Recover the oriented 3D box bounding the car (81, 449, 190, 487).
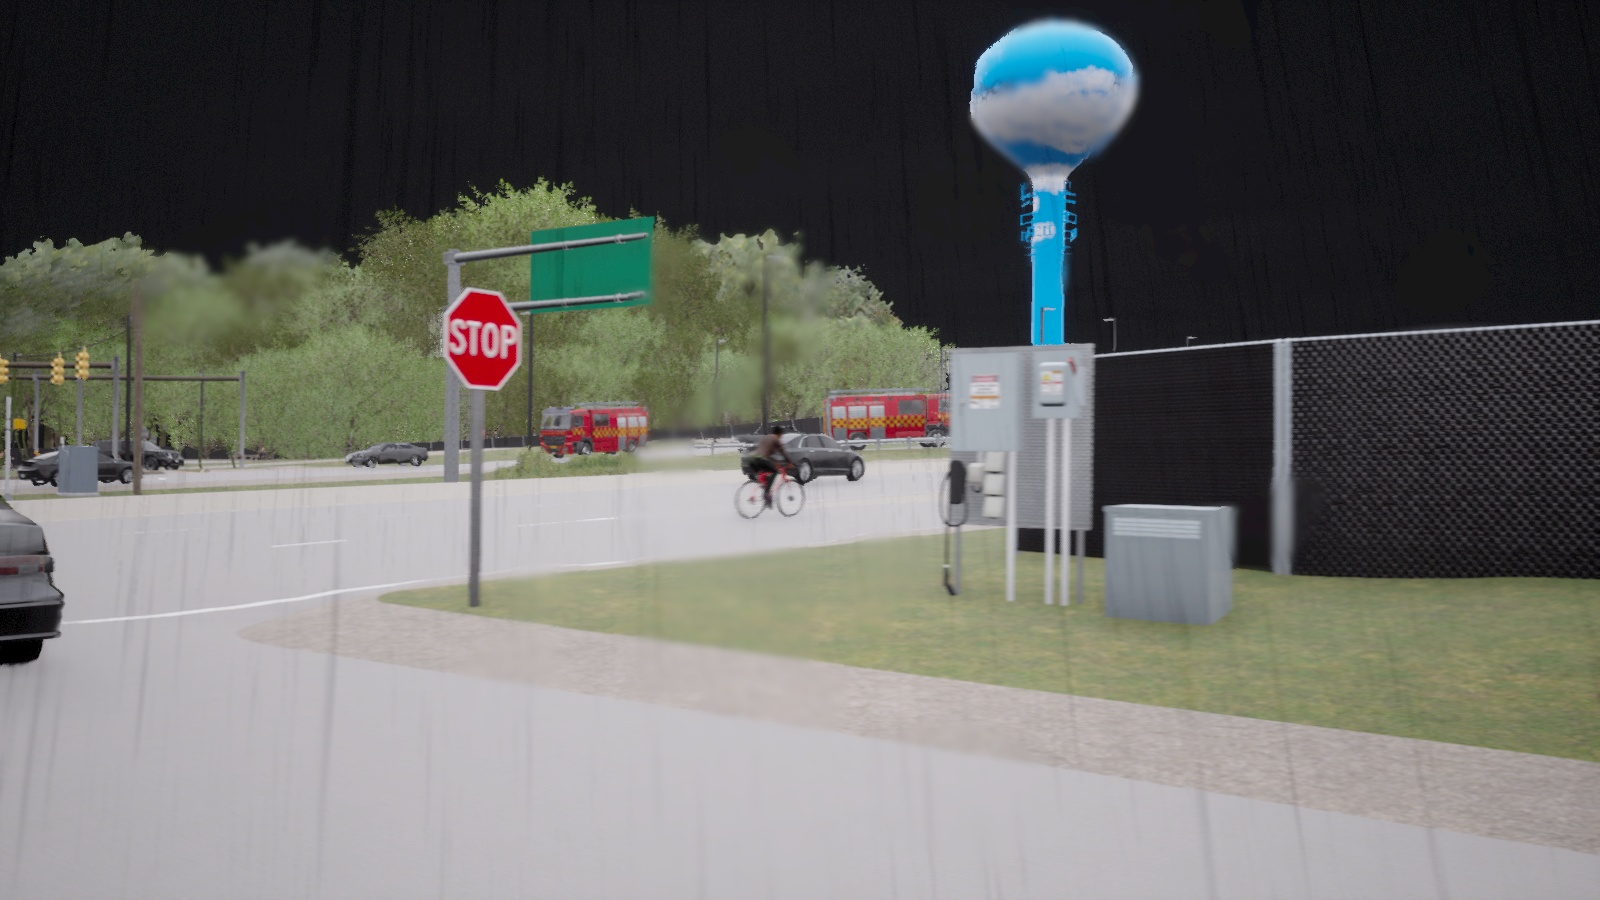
[{"bbox_3d":[-40.247,1.093,76.099,5.566,2.045,2.150,-2,0,9],"label":"car"}]

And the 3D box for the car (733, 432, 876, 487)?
[{"bbox_3d":[0.226,0.233,37.612,1.837,1.490,4.892,0,1,34],"label":"car"}]

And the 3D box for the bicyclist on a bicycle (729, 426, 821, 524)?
[{"bbox_3d":[-0.417,0.406,21.784,0.582,1.620,1.656,0,1,44],"label":"bicyclist on a bicycle"}]

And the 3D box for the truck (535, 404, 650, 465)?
[{"bbox_3d":[-14.409,-1.164,88.052,2.891,3.827,8.468,-1,3,33],"label":"truck"}]

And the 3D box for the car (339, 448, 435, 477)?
[{"bbox_3d":[-24.517,0.703,74.653,2.128,1.511,4.902,0,2,45],"label":"car"}]

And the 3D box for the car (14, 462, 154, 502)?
[{"bbox_3d":[-30.705,1.325,53.973,1.837,1.490,4.892,0,1,33],"label":"car"}]

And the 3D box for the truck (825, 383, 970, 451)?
[{"bbox_3d":[6.077,-2.070,79.023,8.468,3.827,2.891,-3,1,-9],"label":"truck"}]

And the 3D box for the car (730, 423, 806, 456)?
[{"bbox_3d":[-2.096,-0.658,81.392,4.605,1.855,1.932,-3,0,-7],"label":"car"}]

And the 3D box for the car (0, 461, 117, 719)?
[{"bbox_3d":[-6.537,0.813,8.654,2.033,1.411,5.357,-1,0,-42],"label":"car"}]
